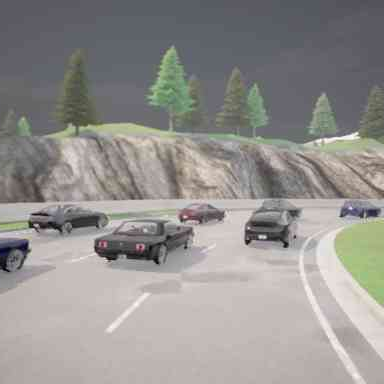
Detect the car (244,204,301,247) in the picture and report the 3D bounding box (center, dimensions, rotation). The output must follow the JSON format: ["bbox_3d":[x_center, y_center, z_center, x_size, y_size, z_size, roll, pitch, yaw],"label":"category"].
[{"bbox_3d":[3.734,1.542,15.398,1.837,1.490,4.892,0,0,23],"label":"car"}]

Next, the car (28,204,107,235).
[{"bbox_3d":[-6.595,1.428,18.284,2.128,1.511,4.902,0,0,21],"label":"car"}]

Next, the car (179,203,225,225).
[{"bbox_3d":[0.754,1.534,24.463,1.812,1.442,4.674,0,0,32],"label":"car"}]

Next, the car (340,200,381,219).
[{"bbox_3d":[15.600,1.505,30.699,4.553,1.767,2.097,1,0,-40],"label":"car"}]

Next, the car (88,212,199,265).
[{"bbox_3d":[-1.382,1.588,11.733,1.895,1.301,4.718,1,0,16],"label":"car"}]

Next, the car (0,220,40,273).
[{"bbox_3d":[-5.949,1.543,7.705,1.895,1.301,4.718,1,0,10],"label":"car"}]

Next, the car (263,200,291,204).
[{"bbox_3d":[7.296,1.424,27.436,2.097,1.767,4.553,1,0,39],"label":"car"}]
